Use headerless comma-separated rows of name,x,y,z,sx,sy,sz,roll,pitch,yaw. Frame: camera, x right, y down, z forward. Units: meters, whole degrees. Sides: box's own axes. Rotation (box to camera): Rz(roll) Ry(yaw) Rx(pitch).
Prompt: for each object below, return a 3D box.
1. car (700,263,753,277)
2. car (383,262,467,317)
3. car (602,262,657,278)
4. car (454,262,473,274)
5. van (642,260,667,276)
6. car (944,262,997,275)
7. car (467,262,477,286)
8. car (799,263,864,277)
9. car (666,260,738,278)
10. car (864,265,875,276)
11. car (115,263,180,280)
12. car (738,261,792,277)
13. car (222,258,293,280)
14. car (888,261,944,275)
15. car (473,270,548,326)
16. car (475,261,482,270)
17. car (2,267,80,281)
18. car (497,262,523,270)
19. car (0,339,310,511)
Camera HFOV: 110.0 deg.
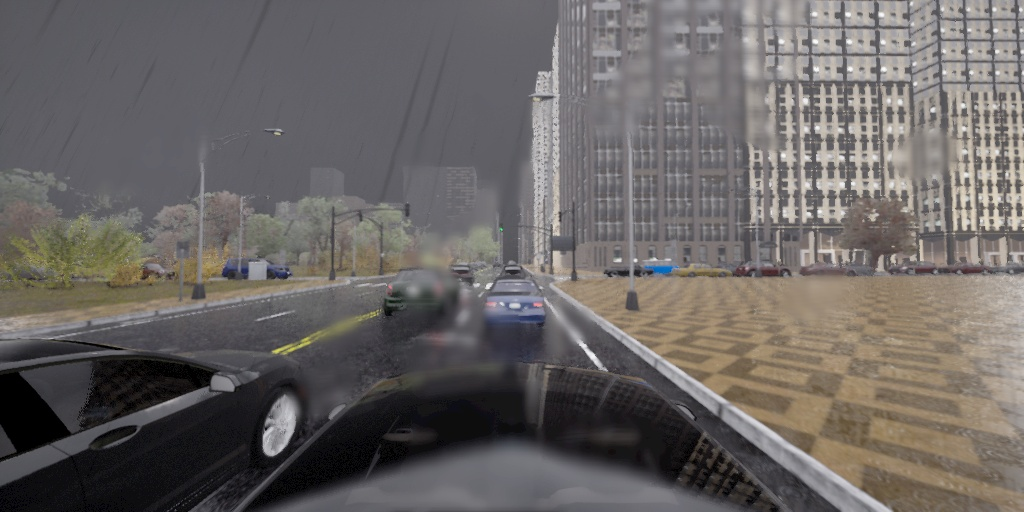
car,21.720,1.438,36.418,4.181,1.385,1.994,0,-2,-1
car,-3.160,1.161,13.613,2.097,1.767,4.553,0,0,0
car,11.686,1.525,36.298,4.718,1.301,1.895,0,-2,0
car,-6.622,1.563,49.574,1.882,1.535,5.008,0,0,0
van,15.917,1.334,38.929,3.998,1.789,1.690,0,0,-1
car,49.477,1.383,39.364,4.507,1.381,1.888,0,0,-1
car,-3.863,1.401,26.387,1.837,1.490,4.892,1,0,-10
car,27.301,1.241,31.055,4.207,1.307,1.802,0,0,-1
car,16.303,1.239,30.912,4.829,1.417,1.751,0,0,-1
car,34.174,1.379,36.560,4.181,1.385,1.994,0,-2,0
car,-32.946,1.415,32.619,4.553,1.767,2.097,0,-2,0
car,21.717,1.126,30.982,4.097,1.591,1.967,0,0,-1
car,-23.167,1.228,32.709,5.566,2.045,2.150,0,-2,-1
car,43.884,1.302,39.292,4.097,1.591,1.967,0,0,-1
car,0.090,1.348,11.820,2.033,1.411,5.357,0,0,0
car,-6.608,1.736,58.791,1.994,1.385,4.181,0,-1,0
car,-42.890,1.671,32.659,5.357,1.411,2.033,0,-2,1
car,0.076,1.404,26.810,1.837,1.490,4.892,0,0,0
car,-3.150,1.256,2.013,1.837,1.490,4.892,0,0,0
